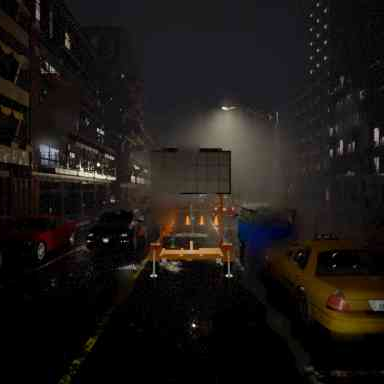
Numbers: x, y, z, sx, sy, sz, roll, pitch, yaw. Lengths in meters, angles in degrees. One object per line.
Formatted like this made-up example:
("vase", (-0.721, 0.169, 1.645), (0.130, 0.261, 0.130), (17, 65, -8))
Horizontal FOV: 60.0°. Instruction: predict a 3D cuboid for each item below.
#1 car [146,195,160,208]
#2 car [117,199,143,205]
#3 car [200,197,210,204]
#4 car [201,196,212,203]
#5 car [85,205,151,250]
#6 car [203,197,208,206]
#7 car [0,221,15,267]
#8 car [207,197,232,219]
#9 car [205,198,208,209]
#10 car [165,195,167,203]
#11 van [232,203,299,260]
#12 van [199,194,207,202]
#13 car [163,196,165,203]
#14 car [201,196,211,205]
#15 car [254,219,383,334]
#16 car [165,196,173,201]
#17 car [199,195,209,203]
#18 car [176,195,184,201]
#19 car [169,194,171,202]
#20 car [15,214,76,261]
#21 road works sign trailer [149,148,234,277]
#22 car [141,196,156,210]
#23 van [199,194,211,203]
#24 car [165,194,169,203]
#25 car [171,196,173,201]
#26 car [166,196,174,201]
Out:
("car", (-5.772, 1.344, 45.384), (2.192, 1.841, 5.009), (0, 0, 0))
("car", (-5.743, 1.557, 28.804), (1.887, 1.381, 4.507), (0, 0, 0))
("car", (2.574, 1.625, 67.504), (1.947, 1.339, 4.313), (0, 0, 0))
("car", (2.610, 1.611, 45.397), (1.802, 1.307, 4.206), (0, 0, 0))
("car", (-3.124, 1.508, 14.465), (1.837, 1.490, 4.892), (0, 0, 0))
("car", (2.619, 1.605, 39.871), (1.802, 1.307, 4.206), (0, 0, 0))
("car", (-5.705, 1.526, 6.528), (1.752, 1.417, 4.829), (0, 0, 0))
("car", (2.637, 1.453, 28.817), (1.967, 1.590, 4.097), (0, 0, 0))
("car", (2.628, 1.543, 34.514), (1.752, 1.417, 4.829), (0, 0, 0))
("car", (-5.788, 1.593, 56.438), (2.008, 1.369, 4.403), (0, 0, 0))
("van", (2.664, 1.343, 12.237), (1.690, 1.788, 3.998), (0, 0, 0))
("van", (2.553, 1.421, 78.558), (1.690, 1.788, 3.998), (0, 0, 0))
("car", (-5.779, 1.586, 50.911), (2.008, 1.369, 4.403), (0, 0, 0))
("car", (2.582, 1.576, 62.146), (1.752, 1.417, 4.829), (0, 0, 0))
("car", (2.674, 1.526, 6.881), (1.752, 1.417, 4.829), (0, 0, 0))
("car", (-5.834, 1.672, 84.070), (1.802, 1.307, 4.206), (0, 0, 0))
("car", (2.563, 1.509, 73.030), (1.967, 1.590, 4.097), (0, 0, 0))
("car", (-3.141, 1.622, 86.818), (1.812, 1.442, 4.674), (0, 0, 0))
("car", (-5.807, 1.625, 67.490), (1.947, 1.339, 4.313), (0, 0, 0))
("car", (-5.715, 1.547, 12.223), (1.887, 1.381, 4.507), (0, 0, 0))
("road works sign trailer", (-0.018, 0.466, 10.231), (2.380, 3.560, 2.880), (0, 0, 0))
("car", (-5.761, 1.548, 39.688), (1.752, 1.417, 4.829), (0, 0, 0))
("van", (2.591, 1.383, 56.451), (1.690, 1.788, 3.998), (0, 0, 0))
("car", (-5.798, 1.490, 61.963), (1.967, 1.590, 4.097), (0, 0, 0))
("car", (-5.816, 1.614, 73.017), (1.887, 1.381, 4.507), (0, 0, 0))
("car", (-5.843, 1.684, 89.596), (1.802, 1.307, 4.206), (0, 0, 0))
